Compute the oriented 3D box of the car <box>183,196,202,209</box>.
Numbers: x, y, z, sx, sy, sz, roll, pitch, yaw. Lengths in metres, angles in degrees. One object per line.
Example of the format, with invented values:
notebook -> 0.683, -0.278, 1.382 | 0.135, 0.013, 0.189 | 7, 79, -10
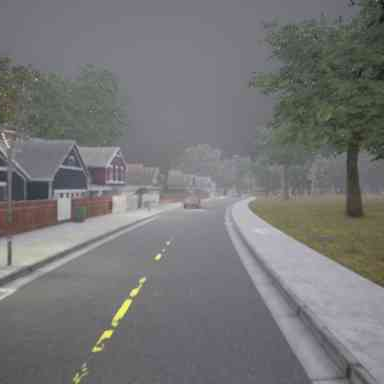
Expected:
car -> 0.104, 1.312, 41.107 | 1.837, 1.490, 4.892 | 0, 0, 8
